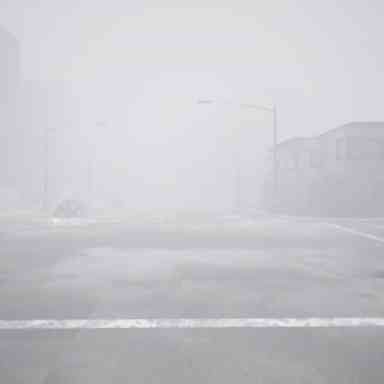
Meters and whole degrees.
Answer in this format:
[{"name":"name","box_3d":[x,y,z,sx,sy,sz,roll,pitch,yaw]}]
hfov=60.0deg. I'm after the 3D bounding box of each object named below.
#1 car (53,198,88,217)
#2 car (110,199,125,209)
[{"name":"car","box_3d":[-11.481,1.418,31.601,2.097,1.767,4.553,0,-1,-2]},{"name":"car","box_3d":[-12.504,1.990,56.294,1.882,1.535,5.008,0,-1,-2]}]
